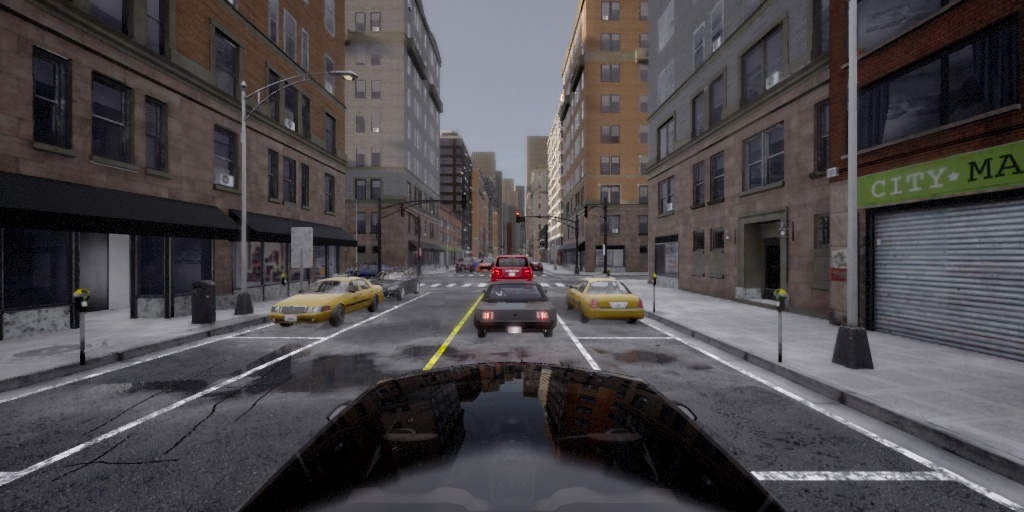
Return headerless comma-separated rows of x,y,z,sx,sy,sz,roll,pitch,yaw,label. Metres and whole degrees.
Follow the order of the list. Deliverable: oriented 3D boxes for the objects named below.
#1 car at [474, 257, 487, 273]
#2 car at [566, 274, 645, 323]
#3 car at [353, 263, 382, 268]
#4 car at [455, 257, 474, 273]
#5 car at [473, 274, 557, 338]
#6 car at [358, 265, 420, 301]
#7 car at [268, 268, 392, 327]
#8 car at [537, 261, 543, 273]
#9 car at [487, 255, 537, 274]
-3.091,1.114,43.553,2.097,1.767,4.553,0,0,0,car
2.859,1.276,11.927,1.751,1.417,4.829,0,0,0,car
-12.853,1.315,32.400,5.357,1.411,2.033,0,0,2,car
-5.660,1.076,44.058,2.192,1.841,5.009,0,0,0,car
0.083,1.351,10.166,1.895,1.301,4.718,0,0,0,car
-5.665,1.302,17.284,2.007,1.370,4.403,0,0,0,car
-5.666,1.276,11.589,1.751,1.417,4.829,0,0,0,car
2.865,1.307,44.056,1.888,1.381,4.507,0,0,0,car
0.004,0.973,19.936,2.150,2.045,5.566,0,0,0,car
